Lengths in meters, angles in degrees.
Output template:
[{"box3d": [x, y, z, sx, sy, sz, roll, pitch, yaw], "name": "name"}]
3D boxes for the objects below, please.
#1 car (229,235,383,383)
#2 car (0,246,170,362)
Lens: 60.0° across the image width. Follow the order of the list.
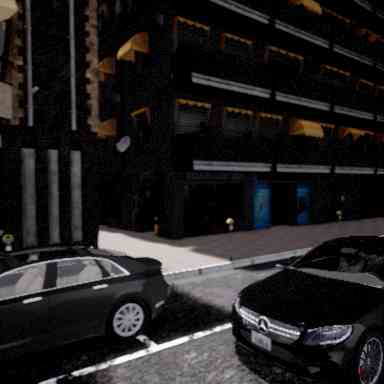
[{"box3d": [2.709, 1.486, 5.293, 4.674, 1.442, 1.812, -1, 0, -36], "name": "car"}, {"box3d": [-2.419, 1.545, 4.845, 4.403, 1.369, 2.008, -1, 0, -35], "name": "car"}]
